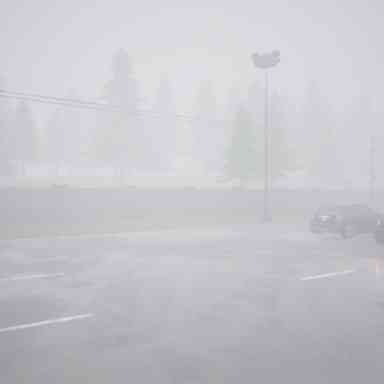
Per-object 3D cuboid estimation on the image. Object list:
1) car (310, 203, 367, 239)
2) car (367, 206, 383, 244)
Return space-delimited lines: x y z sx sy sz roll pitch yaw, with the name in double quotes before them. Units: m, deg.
"car" 8.380 1.353 17.377 4.553 1.767 2.097 0 0 -28
"car" 10.033 1.359 14.290 4.553 1.767 2.097 0 0 -28
